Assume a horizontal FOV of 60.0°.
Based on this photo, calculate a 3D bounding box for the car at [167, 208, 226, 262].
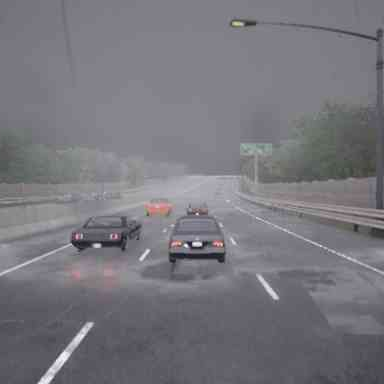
[{"bbox_3d":[0.176,1.541,12.047,2.033,1.411,5.357,0,0,1],"label":"car"}]

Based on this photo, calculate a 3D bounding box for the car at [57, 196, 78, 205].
[{"bbox_3d":[-19.797,1.340,53.758,2.033,1.411,5.357,0,1,3],"label":"car"}]

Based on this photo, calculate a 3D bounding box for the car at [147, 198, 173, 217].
[{"bbox_3d":[-2.948,1.329,31.361,2.097,1.767,4.553,0,0,1],"label":"car"}]

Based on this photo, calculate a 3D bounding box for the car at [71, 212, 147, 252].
[{"bbox_3d":[-3.299,1.591,13.868,1.895,1.301,4.718,0,0,1],"label":"car"}]

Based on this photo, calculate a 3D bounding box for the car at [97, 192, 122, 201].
[{"bbox_3d":[-12.820,1.024,53.301,2.150,2.045,5.566,0,1,3],"label":"car"}]

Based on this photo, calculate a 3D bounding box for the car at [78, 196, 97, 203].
[{"bbox_3d":[-16.297,1.357,53.790,1.994,1.385,4.181,0,1,3],"label":"car"}]

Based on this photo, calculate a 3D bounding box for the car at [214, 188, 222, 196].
[{"bbox_3d":[6.747,0.450,86.392,1.882,1.535,5.008,0,2,4],"label":"car"}]

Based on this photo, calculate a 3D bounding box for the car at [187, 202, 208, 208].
[{"bbox_3d":[0.523,1.583,30.385,1.895,1.301,4.718,0,0,1],"label":"car"}]
